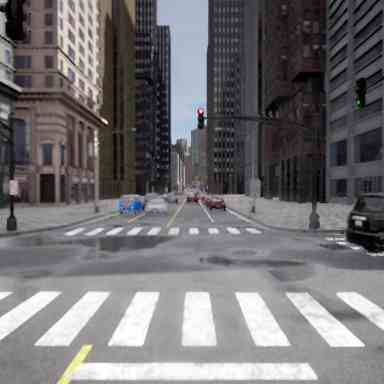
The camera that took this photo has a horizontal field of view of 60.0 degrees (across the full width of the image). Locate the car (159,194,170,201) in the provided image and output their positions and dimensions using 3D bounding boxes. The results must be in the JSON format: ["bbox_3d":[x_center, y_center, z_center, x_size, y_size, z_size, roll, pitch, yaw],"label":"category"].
[{"bbox_3d":[-5.784,1.148,70.055,2.008,1.369,4.403,0,0,0],"label":"car"}]

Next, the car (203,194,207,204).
[{"bbox_3d":[2.769,1.293,42.415,1.887,1.381,4.507,0,0,0],"label":"car"}]

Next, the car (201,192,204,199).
[{"bbox_3d":[2.764,1.213,53.635,1.752,1.417,4.829,0,0,0],"label":"car"}]

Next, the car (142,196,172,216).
[{"bbox_3d":[-3.103,1.343,30.154,1.812,1.442,4.674,0,0,0],"label":"car"}]

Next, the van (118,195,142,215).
[{"bbox_3d":[-5.785,1.151,31.380,1.690,1.788,3.998,0,0,0],"label":"van"}]

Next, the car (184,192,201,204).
[{"bbox_3d":[0.042,1.151,56.223,1.882,1.535,5.008,0,0,0],"label":"car"}]

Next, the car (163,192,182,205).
[{"bbox_3d":[-3.072,1.200,52.427,1.837,1.490,4.892,0,0,0],"label":"car"}]

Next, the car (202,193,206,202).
[{"bbox_3d":[2.767,1.263,47.940,1.887,1.381,4.507,0,0,0],"label":"car"}]

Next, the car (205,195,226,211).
[{"bbox_3d":[2.771,1.324,36.889,1.887,1.381,4.507,0,0,0],"label":"car"}]

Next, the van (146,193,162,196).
[{"bbox_3d":[-5.785,1.059,47.954,1.690,1.788,3.998,0,0,0],"label":"van"}]

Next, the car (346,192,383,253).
[{"bbox_3d":[7.743,1.002,10.424,5.566,2.045,2.150,-1,0,-6],"label":"car"}]

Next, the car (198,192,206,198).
[{"bbox_3d":[2.749,0.918,92.143,1.967,1.590,4.097,0,0,0],"label":"car"}]
